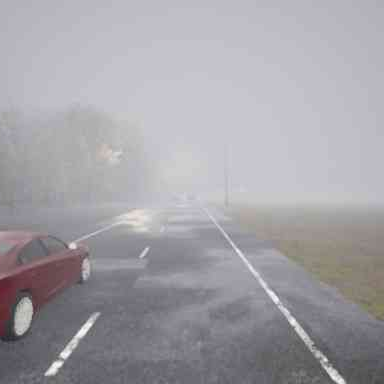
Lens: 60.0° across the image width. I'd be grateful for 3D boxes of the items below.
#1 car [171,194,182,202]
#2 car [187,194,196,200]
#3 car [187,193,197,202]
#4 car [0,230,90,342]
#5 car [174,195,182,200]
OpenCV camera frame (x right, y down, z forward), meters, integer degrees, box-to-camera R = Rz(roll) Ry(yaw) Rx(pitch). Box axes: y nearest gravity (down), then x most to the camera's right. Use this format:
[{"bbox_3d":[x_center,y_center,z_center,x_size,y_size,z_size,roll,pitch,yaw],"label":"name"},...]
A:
[{"bbox_3d":[-3.553,1.269,73.699,2.097,1.767,4.553,0,0,0],"label":"car"},{"bbox_3d":[-0.062,1.303,83.772,2.128,1.511,4.902,0,0,0],"label":"car"},{"bbox_3d":[-0.053,1.138,73.379,2.150,2.045,5.566,0,0,0],"label":"car"},{"bbox_3d":[-3.505,1.488,6.501,1.882,1.535,5.008,0,0,0],"label":"car"},{"bbox_3d":[-3.561,1.375,83.800,1.895,1.301,4.718,0,0,0],"label":"car"}]
